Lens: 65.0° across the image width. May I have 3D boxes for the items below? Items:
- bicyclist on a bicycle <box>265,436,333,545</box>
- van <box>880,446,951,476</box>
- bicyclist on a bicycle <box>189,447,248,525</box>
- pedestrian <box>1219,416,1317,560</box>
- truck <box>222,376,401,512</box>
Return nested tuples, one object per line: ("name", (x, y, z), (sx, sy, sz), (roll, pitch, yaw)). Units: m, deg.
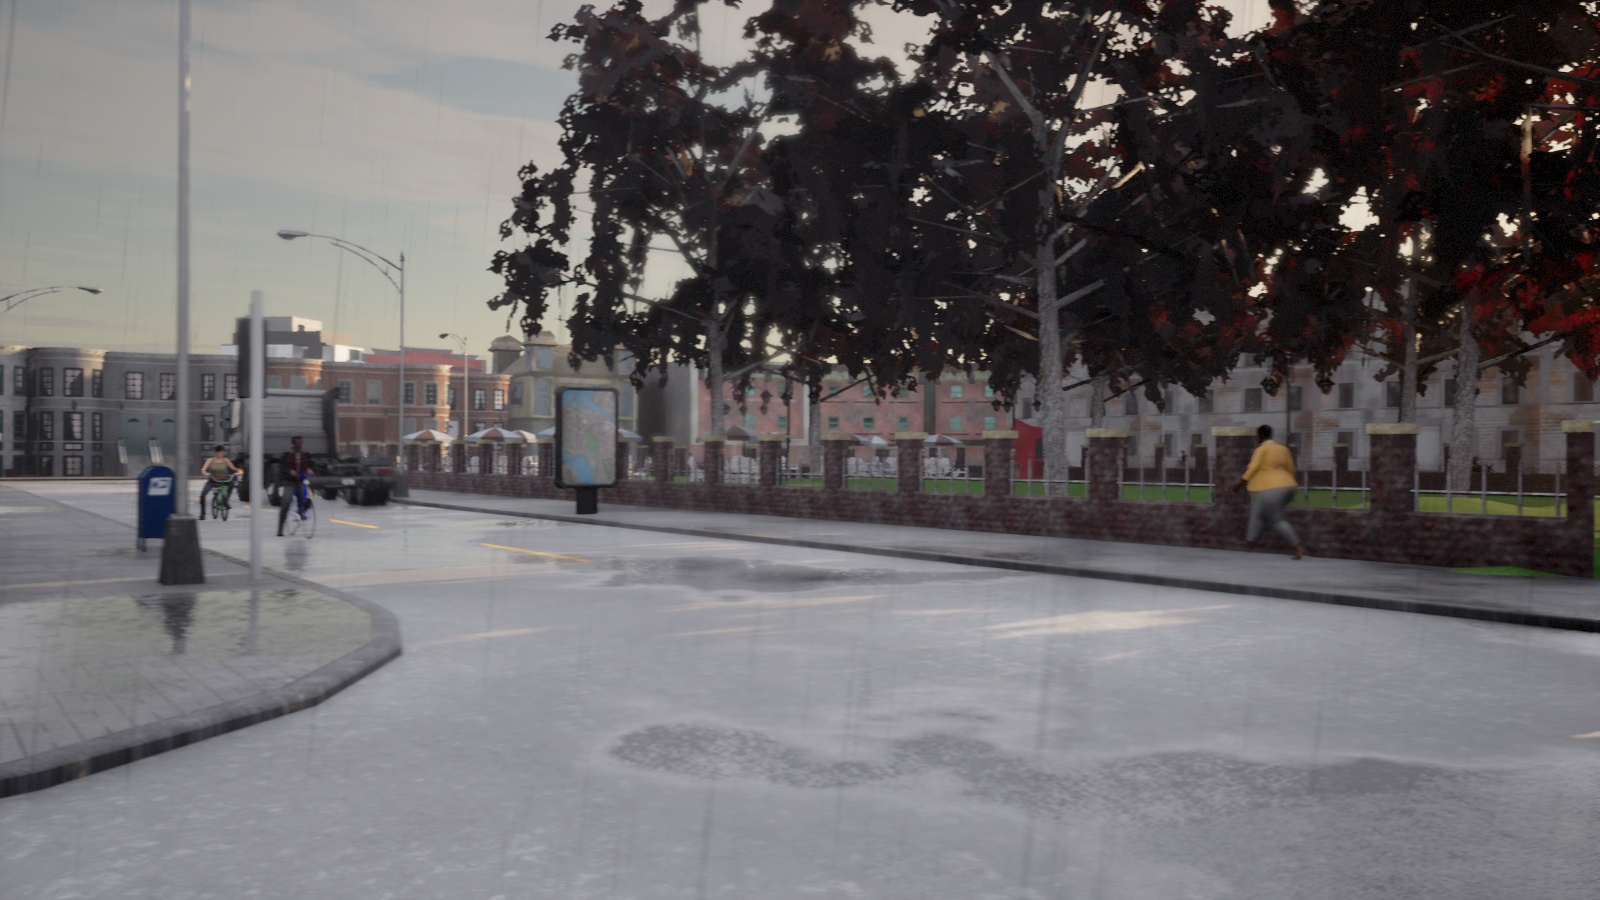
("bicyclist on a bicycle", (-8.600, 0.672, 21.514), (0.659, 1.776, 1.843), (0, 0, -36))
("van", (7.880, 0.716, 85.725), (4.442, 1.987, 1.775), (0, 0, 23))
("bicyclist on a bicycle", (-12.425, 0.753, 26.802), (0.866, 1.612, 1.509), (0, 0, -36))
("pedestrian", (6.287, 0.495, 16.876), (0.874, 1.855, 0.900), (0, 0, -36))
("truck", (-14.202, -0.141, 36.097), (2.891, 3.462, 7.936), (0, 0, -36))
